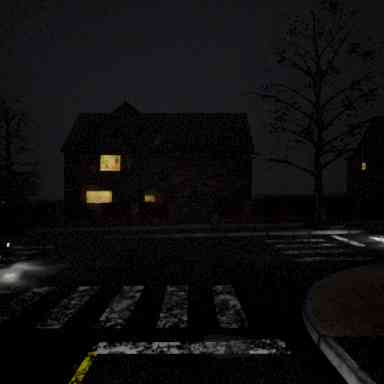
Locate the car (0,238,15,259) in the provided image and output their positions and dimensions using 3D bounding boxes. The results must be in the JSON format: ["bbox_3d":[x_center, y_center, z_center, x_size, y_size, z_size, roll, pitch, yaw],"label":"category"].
[{"bbox_3d":[-8.704,1.728,10.712,5.357,1.411,2.033,-1,1,6],"label":"car"}]
